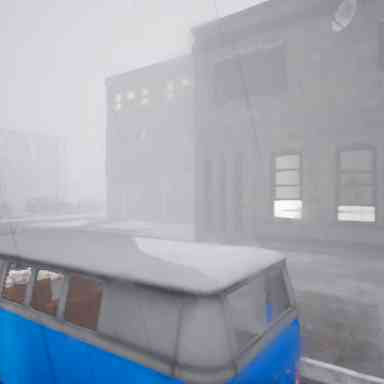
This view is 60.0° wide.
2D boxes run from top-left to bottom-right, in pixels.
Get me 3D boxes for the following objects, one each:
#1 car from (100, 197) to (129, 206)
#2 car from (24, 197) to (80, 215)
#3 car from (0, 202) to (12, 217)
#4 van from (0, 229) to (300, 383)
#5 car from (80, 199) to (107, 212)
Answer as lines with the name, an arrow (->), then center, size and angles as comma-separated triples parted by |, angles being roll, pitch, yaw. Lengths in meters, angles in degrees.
car -> -12.247, 1.498, 52.989 | 1.947, 1.339, 4.313 | 1, 1, 34
car -> -14.730, 1.430, 34.541 | 2.192, 1.841, 5.009 | 1, 1, 34
car -> -20.156, 1.407, 31.403 | 2.150, 2.045, 5.566 | 0, 1, 34
van -> -0.916, 1.369, 3.521 | 3.998, 1.788, 1.690 | -1, 0, 35
car -> -11.596, 1.489, 39.114 | 1.967, 1.590, 4.097 | 1, 1, 34
